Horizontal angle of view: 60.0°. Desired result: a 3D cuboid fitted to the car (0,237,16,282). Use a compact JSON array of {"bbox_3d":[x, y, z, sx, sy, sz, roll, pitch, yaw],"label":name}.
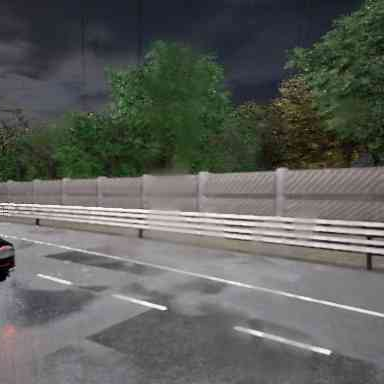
[{"bbox_3d":[-6.389,1.490,8.445,4.902,1.511,2.128,0,0,36],"label":"car"}]
